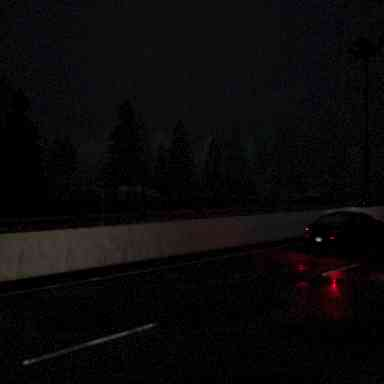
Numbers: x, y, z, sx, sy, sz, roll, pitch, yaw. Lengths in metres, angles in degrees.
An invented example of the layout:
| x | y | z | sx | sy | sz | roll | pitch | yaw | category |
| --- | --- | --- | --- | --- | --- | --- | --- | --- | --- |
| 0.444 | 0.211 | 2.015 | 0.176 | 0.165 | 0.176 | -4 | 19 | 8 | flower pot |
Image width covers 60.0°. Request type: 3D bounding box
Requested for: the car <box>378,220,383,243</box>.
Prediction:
| x | y | z | sx | sy | sz | roll | pitch | yaw | category |
| --- | --- | --- | --- | --- | --- | --- | --- | --- | --- |
| 8.062 | 1.507 | 10.224 | 5.357 | 1.411 | 2.033 | 0 | 0 | -38 | car |

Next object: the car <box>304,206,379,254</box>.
| x | y | z | sx | sy | sz | roll | pitch | yaw | category |
| --- | --- | --- | --- | --- | --- | --- | --- | --- | --- |
| 6.355 | 1.492 | 13.333 | 4.674 | 1.442 | 1.812 | 0 | 0 | -38 | car |

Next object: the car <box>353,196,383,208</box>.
| x | y | z | sx | sy | sz | roll | pitch | yaw | category |
| --- | --- | --- | --- | --- | --- | --- | --- | --- | --- |
| 24.185 | 1.376 | 45.556 | 4.892 | 1.490 | 1.837 | 0 | 0 | -38 | car |
